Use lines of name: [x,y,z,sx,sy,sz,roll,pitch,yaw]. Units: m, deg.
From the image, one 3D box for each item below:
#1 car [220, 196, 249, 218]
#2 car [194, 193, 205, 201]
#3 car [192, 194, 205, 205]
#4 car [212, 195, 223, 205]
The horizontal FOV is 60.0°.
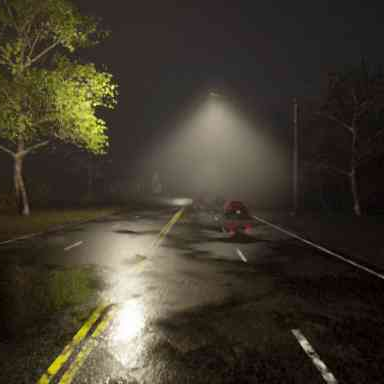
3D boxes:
car: [3.620,1.323,27.873,1.812,1.442,4.674,0,1,2]
car: [1.458,1.008,65.800,2.033,1.411,5.357,0,-1,2]
car: [1.015,1.221,50.997,1.895,1.301,4.718,-1,0,1]
car: [4.137,1.185,50.353,1.994,1.385,4.181,0,0,2]
